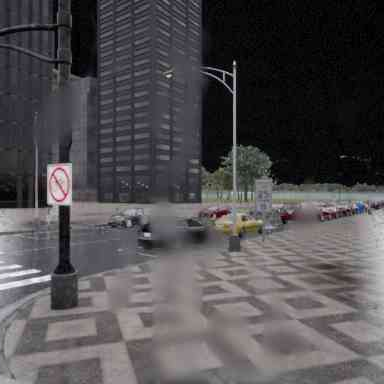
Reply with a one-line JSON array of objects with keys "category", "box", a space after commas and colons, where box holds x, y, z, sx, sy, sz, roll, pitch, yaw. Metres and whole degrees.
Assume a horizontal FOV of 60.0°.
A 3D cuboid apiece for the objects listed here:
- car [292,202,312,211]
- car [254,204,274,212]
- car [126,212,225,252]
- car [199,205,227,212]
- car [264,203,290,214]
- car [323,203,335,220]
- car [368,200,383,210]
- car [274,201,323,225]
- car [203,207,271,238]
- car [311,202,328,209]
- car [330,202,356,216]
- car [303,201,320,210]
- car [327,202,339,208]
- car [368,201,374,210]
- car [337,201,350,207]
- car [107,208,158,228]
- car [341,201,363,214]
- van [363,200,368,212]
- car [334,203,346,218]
[{"category": "car", "box": [18.707, 2.494, 56.591, 2.008, 1.369, 4.403, -1, -2, 35]}, {"category": "car", "box": [8.881, 2.210, 42.804, 2.008, 1.369, 4.403, -1, -2, 35]}, {"category": "car", "box": [-0.557, 1.775, 14.872, 1.947, 1.339, 4.313, -1, -2, 35]}, {"category": "car", "box": [2.331, 2.016, 33.613, 1.887, 1.381, 4.507, -1, -2, 35]}, {"category": "car", "box": [12.156, 2.305, 47.399, 2.008, 1.369, 4.403, -1, -2, 35]}, {"category": "car", "box": [12.544, 2.114, 33.255, 1.887, 1.381, 4.507, -1, -2, 35]}, {"category": "car", "box": [35.473, 2.539, 65.433, 2.192, 1.841, 5.009, -1, -2, 35]}, {"category": "car", "box": [9.268, 1.791, 28.665, 2.192, 1.841, 5.009, -1, -2, 35]}, {"category": "car", "box": [2.816, 1.824, 19.606, 1.752, 1.417, 4.829, -1, -2, 35]}, {"category": "car", "box": [25.258, 2.673, 65.783, 1.887, 1.381, 4.507, -1, -2, 35]}, {"category": "car", "box": [19.095, 2.304, 42.447, 1.887, 1.381, 4.507, -1, -2, 35]}, {"category": "car", "box": [21.982, 2.476, 61.189, 1.967, 1.590, 4.097, -1, -2, 35]}, {"category": "car", "box": [31.809, 2.891, 74.974, 1.802, 1.307, 4.206, -1, -2, 35]}, {"category": "car", "box": [28.922, 2.592, 56.235, 2.008, 1.369, 4.403, -1, -2, 35]}, {"category": "car", "box": [38.360, 3.037, 84.166, 2.008, 1.369, 4.403, -1, -1, 35]}, {"category": "car", "box": [-4.219, 1.842, 24.421, 2.008, 1.369, 4.403, -1, -1, 35]}, {"category": "car", "box": [22.370, 2.294, 47.046, 1.967, 1.590, 4.097, -1, -2, 35]}, {"category": "van", "box": [25.646, 2.289, 51.644, 1.690, 1.788, 3.998, -1, -2, 35]}, {"category": "car", "box": [15.823, 2.246, 37.856, 1.802, 1.307, 4.206, -1, -2, 36]}]
